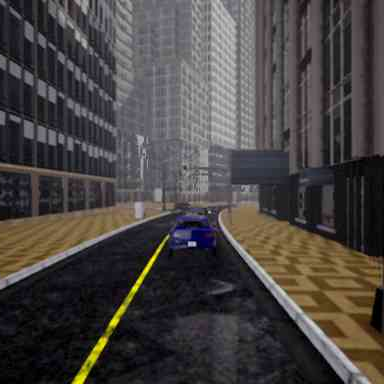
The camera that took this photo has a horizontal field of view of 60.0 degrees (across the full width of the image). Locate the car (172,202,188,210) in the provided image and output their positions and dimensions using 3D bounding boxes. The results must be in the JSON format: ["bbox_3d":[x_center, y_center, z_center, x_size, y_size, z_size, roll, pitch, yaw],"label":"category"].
[{"bbox_3d":[-1.201,1.991,40.641,1.837,1.490,4.892,0,-1,7],"label":"car"}]

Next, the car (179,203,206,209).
[{"bbox_3d":[0.431,1.863,27.439,2.033,1.411,5.357,0,-1,4],"label":"car"}]

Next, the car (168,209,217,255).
[{"bbox_3d":[0.046,1.676,13.899,1.812,1.442,4.674,0,0,1],"label":"car"}]
